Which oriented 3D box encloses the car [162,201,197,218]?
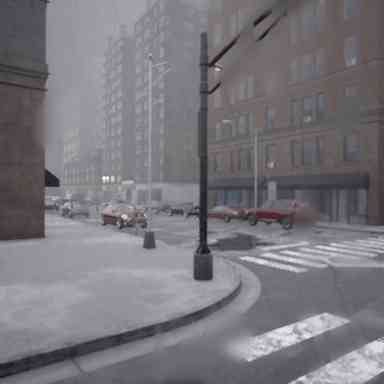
[{"bbox_3d":[-0.604,1.647,31.002,1.947,1.339,4.313,0,0,-35],"label":"car"}]

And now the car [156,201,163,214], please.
[{"bbox_3d":[-3.782,1.626,35.521,2.008,1.369,4.403,0,0,-35],"label":"car"}]

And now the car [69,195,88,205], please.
[{"bbox_3d":[-20.280,1.397,59.419,2.097,1.767,4.553,0,0,-35],"label":"car"}]

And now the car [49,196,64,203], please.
[{"bbox_3d":[-29.205,1.576,71.663,2.008,1.369,4.403,0,0,-35],"label":"car"}]

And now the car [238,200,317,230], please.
[{"bbox_3d":[5.753,1.406,21.967,2.192,1.841,5.009,0,0,-35],"label":"car"}]

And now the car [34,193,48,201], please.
[{"bbox_3d":[-38.738,1.321,85.218,2.192,1.841,5.009,0,0,-35],"label":"car"}]

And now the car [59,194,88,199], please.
[{"bbox_3d":[-18.453,1.258,51.583,2.150,2.045,5.566,0,0,-35],"label":"car"}]

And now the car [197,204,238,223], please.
[{"bbox_3d":[2.574,1.668,26.484,1.802,1.307,4.206,0,0,-35],"label":"car"}]

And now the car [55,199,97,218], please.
[{"bbox_3d":[-10.742,1.579,30.596,2.008,1.369,4.403,0,0,-35],"label":"car"}]

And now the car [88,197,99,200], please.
[{"bbox_3d":[-16.244,1.556,53.736,1.837,1.490,4.892,0,0,-35],"label":"car"}]

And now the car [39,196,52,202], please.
[{"bbox_3d":[-35.561,1.578,80.699,1.947,1.339,4.313,0,0,-35],"label":"car"}]

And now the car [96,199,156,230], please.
[{"bbox_3d":[-4.384,1.479,21.558,1.967,1.590,4.097,0,0,-35],"label":"car"}]

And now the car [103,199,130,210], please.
[{"bbox_3d":[-10.138,1.629,44.556,1.947,1.339,4.313,0,0,-35],"label":"car"}]

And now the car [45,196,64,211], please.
[{"bbox_3d":[-17.100,1.561,39.635,1.887,1.381,4.507,0,0,-35],"label":"car"}]

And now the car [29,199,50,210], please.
[{"bbox_3d":[-20.279,1.592,44.154,1.802,1.307,4.206,0,0,-35],"label":"car"}]
